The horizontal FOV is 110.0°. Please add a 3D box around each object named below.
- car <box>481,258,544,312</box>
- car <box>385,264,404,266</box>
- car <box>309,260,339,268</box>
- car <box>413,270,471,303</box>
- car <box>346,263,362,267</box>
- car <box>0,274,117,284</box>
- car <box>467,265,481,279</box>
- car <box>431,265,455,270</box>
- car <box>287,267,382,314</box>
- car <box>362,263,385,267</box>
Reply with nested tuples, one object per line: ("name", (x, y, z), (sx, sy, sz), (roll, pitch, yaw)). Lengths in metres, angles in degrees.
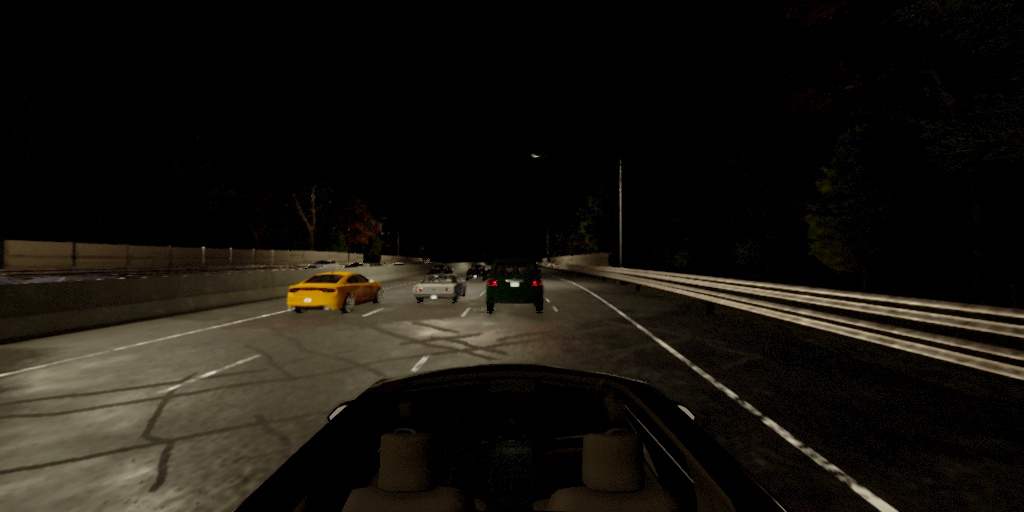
("car", (0.096, 1.123, 15.105), (2.150, 2.045, 5.566), (0, -1, 0))
("car", (-17.567, 1.920, 55.383), (1.812, 1.442, 4.674), (0, -1, 1))
("car", (-28.051, 1.592, 53.582), (2.150, 2.045, 5.566), (0, -1, 1))
("car", (-3.403, 1.535, 17.860), (1.895, 1.301, 4.718), (0, -1, 0))
("car", (-24.543, 1.907, 56.096), (1.837, 1.490, 4.892), (0, -1, 1))
("car", (-17.603, 1.438, 14.174), (2.033, 1.411, 5.357), (0, -1, 0))
("car", (-3.408, 1.651, 35.540), (1.837, 1.490, 4.892), (0, -1, 0))
("car", (-6.908, 1.650, 35.534), (1.837, 1.490, 4.892), (0, -1, 0))
("car", (-6.904, 1.373, 14.595), (1.882, 1.535, 5.008), (0, -1, 0))
("car", (-21.052, 1.898, 56.386), (2.128, 1.511, 4.902), (0, -1, 1))
